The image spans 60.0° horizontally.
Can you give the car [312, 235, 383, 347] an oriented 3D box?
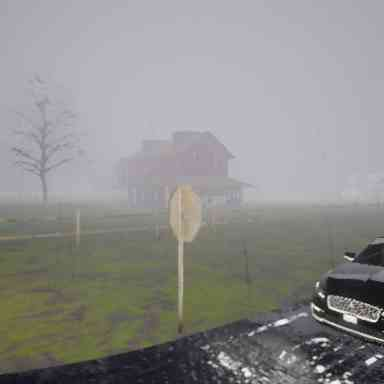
[{"bbox_3d":[4.181,1.508,6.013,4.892,1.490,1.837,0,0,-35],"label":"car"}]
